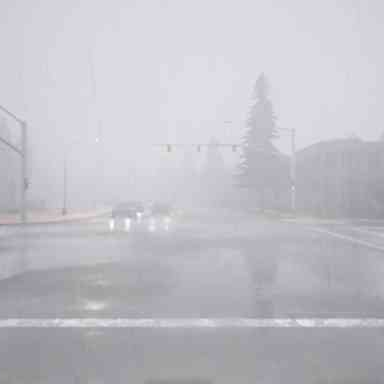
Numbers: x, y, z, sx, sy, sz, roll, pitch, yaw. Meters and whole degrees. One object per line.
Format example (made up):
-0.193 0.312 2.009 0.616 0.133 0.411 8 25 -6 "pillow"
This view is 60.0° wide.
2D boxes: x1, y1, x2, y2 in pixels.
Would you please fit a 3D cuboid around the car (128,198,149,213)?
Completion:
-7.041 1.863 42.246 1.994 1.385 4.181 0 0 -3 "car"

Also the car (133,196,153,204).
-11.344 1.752 77.184 4.553 1.767 2.097 0 -1 43 "car"

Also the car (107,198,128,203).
-15.191 1.960 65.724 2.128 1.511 4.902 0 -1 -38 "car"

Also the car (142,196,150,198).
-7.628 1.953 67.194 1.882 1.535 5.008 0 0 -35 "car"

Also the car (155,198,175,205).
-3.742 1.797 45.133 1.882 1.535 5.008 0 0 -6 "car"

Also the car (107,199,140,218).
-6.768 1.742 33.412 1.837 1.490 4.892 0 0 -1 "car"

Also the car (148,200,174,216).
-3.282 1.856 35.959 1.895 1.301 4.718 0 0 -1 "car"

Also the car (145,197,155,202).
-5.914 1.940 55.390 2.033 1.411 5.357 0 0 -19 "car"

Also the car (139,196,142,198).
-14.184 2.019 75.054 4.718 1.301 1.895 0 -1 43 "car"

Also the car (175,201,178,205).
-4.959 2.087 69.493 1.895 1.301 4.718 0 0 -35 "car"
